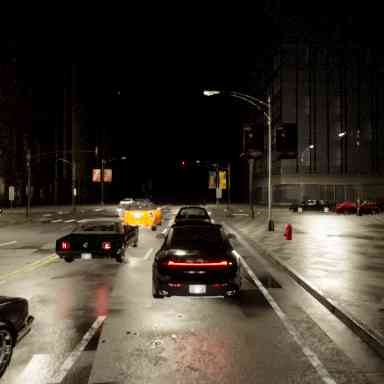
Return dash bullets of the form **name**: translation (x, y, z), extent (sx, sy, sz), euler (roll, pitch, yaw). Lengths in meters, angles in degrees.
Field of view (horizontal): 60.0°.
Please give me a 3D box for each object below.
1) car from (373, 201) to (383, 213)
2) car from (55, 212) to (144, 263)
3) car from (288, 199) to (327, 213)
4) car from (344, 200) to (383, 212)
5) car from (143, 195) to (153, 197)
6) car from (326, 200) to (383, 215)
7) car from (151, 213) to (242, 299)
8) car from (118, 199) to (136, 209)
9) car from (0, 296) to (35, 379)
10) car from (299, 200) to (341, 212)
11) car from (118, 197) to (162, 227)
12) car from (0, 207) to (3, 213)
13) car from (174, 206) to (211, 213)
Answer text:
- **car**: translation (23.099, 1.641, 37.192), extent (4.718, 1.301, 1.895), euler (0, -1, -1)
- **car**: translation (-3.126, 1.616, 12.056), extent (1.895, 1.301, 4.718), euler (0, 0, 0)
- **car**: translation (13.199, 1.578, 37.055), extent (4.892, 1.490, 1.837), euler (0, -1, -1)
- **car**: translation (20.900, 1.645, 39.914), extent (4.313, 1.339, 1.947), euler (0, 0, -1)
- **car**: translation (-9.615, 1.607, 71.824), extent (2.150, 2.045, 5.566), euler (0, 0, 0)
- **car**: translation (15.375, 1.579, 31.313), extent (4.206, 1.307, 1.802), euler (0, 0, -1)
- **car**: translation (0.114, 1.512, 8.446), extent (1.837, 1.490, 4.892), euler (0, 0, 0)
- **car**: translation (-9.748, 1.749, 50.461), extent (1.812, 1.442, 4.674), euler (0, 0, 0)
- **car**: translation (-3.153, 1.548, 2.268), extent (2.033, 1.411, 5.357), euler (0, 0, 0)
- **car**: translation (15.261, 1.664, 39.837), extent (4.313, 1.339, 1.947), euler (0, 0, -1)
- **car**: translation (-3.109, 1.398, 21.049), extent (2.097, 1.767, 4.553), euler (0, 0, 0)
- **car**: translation (-21.620, 1.681, 33.408), extent (4.892, 1.490, 1.837), euler (-1, -1, 0)
- **car**: translation (0.034, 1.511, 17.937), extent (1.882, 1.535, 5.008), euler (0, 0, 0)
